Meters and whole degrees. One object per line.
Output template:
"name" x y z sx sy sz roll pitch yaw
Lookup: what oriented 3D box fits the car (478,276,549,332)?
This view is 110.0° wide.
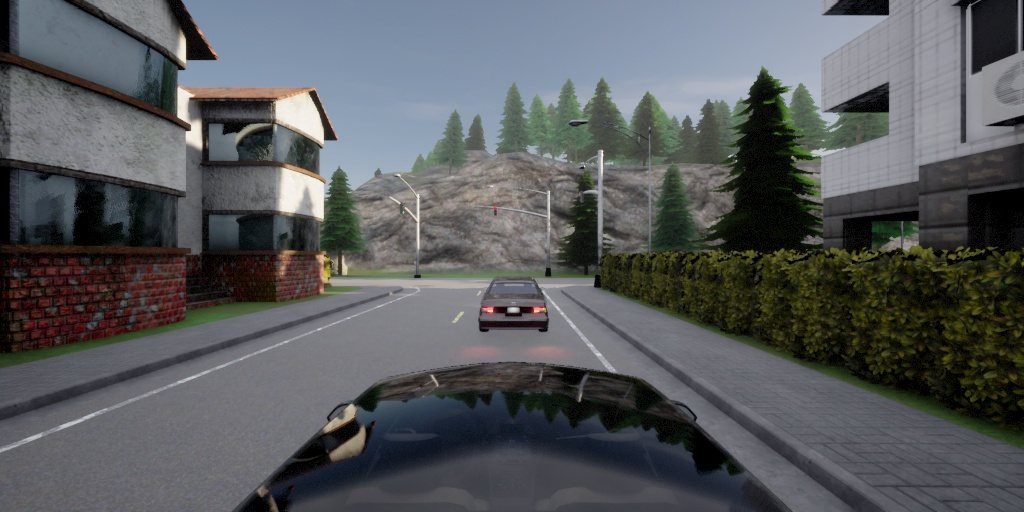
"car" 0.055 1.297 10.810 2.033 1.411 5.357 0 0 1
